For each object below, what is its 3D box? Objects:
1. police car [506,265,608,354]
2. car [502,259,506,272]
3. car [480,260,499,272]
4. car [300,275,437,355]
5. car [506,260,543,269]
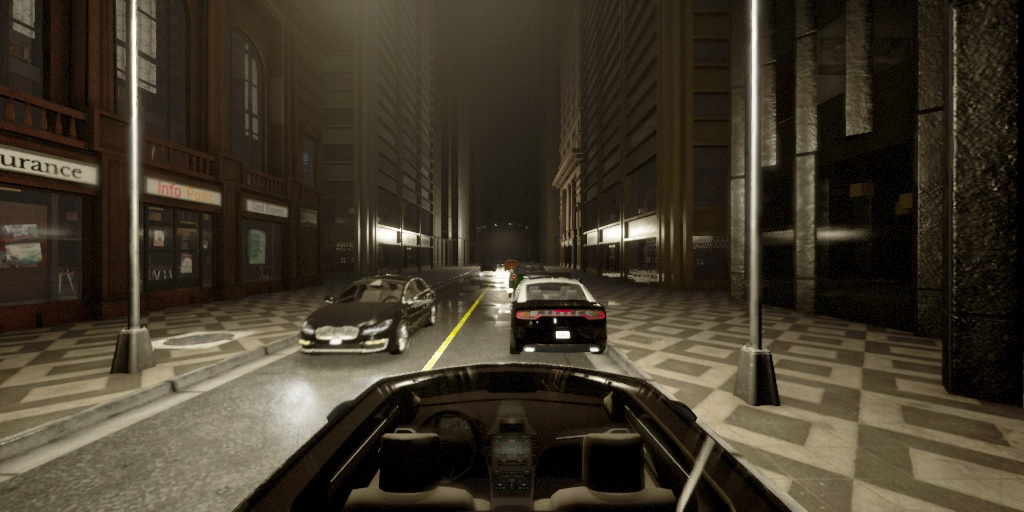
[{"bbox_3d":[0.890,1.181,8.883,1.930,1.638,5.238,0,0,0],"label":"police car"},{"bbox_3d":[-0.027,1.302,48.211,1.882,1.535,5.008,0,0,0],"label":"car"},{"bbox_3d":[-3.066,1.298,46.659,1.882,1.535,5.008,0,0,0],"label":"car"},{"bbox_3d":[-3.110,1.260,8.749,1.837,1.490,4.892,0,0,0],"label":"car"},{"bbox_3d":[0.875,1.119,18.744,2.097,1.767,4.553,0,0,0],"label":"car"}]
